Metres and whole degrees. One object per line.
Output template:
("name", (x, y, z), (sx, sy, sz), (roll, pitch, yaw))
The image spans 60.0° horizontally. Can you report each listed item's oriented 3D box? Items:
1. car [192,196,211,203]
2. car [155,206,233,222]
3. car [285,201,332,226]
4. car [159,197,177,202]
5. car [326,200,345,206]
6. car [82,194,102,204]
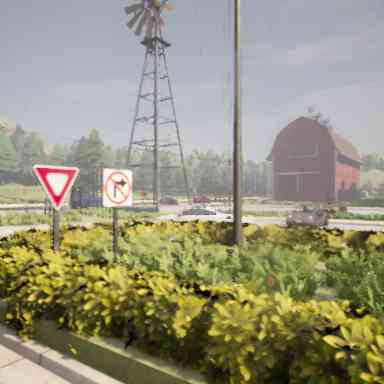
("car", (1.787, 1.521, 62.770), (1.812, 1.442, 4.674), (0, 0, 36))
("car", (0.118, 1.524, 18.230), (4.674, 1.442, 1.812), (0, 0, 9))
("car", (7.475, 1.520, 21.432), (1.784, 1.438, 3.905), (0, 0, 35))
("car", (-4.044, 1.559, 54.603), (1.994, 1.385, 4.181), (0, 0, 36))
("car", (13.901, 1.504, 32.641), (1.816, 1.474, 4.193), (0, 0, 35))
("car", (-12.962, 1.217, 42.205), (2.150, 2.045, 5.566), (0, 0, 36))
